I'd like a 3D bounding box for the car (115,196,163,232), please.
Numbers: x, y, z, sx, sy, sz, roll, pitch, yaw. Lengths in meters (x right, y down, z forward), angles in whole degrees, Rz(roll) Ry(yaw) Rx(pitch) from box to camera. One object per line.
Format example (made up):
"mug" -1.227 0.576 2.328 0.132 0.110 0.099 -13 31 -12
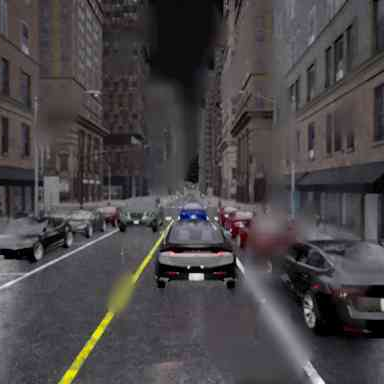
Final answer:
"car" -3.011 1.289 20.723 2.150 2.045 5.566 0 0 0

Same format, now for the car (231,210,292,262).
"car" 2.745 1.571 12.130 1.887 1.381 4.507 -1 0 0

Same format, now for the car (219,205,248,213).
"car" 2.742 1.584 17.635 1.887 1.381 4.507 -1 0 0

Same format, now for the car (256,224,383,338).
"car" 2.749 1.580 6.625 1.947 1.339 4.313 -1 0 0

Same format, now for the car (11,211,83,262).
"car" -5.780 1.592 12.126 1.947 1.339 4.313 -1 0 0

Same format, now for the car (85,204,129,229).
"car" -5.786 1.596 23.136 1.887 1.381 4.507 -1 0 0

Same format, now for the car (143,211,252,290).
"car" 0.094 1.512 9.168 2.128 1.511 4.902 0 0 0

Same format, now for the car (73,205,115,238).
"car" -5.783 1.590 17.631 2.008 1.369 4.403 -1 0 0

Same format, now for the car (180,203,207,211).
"car" 0.083 1.534 25.150 1.882 1.535 5.008 0 0 0

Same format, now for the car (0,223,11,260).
"car" -5.778 1.455 6.620 1.967 1.590 4.097 -1 0 0
